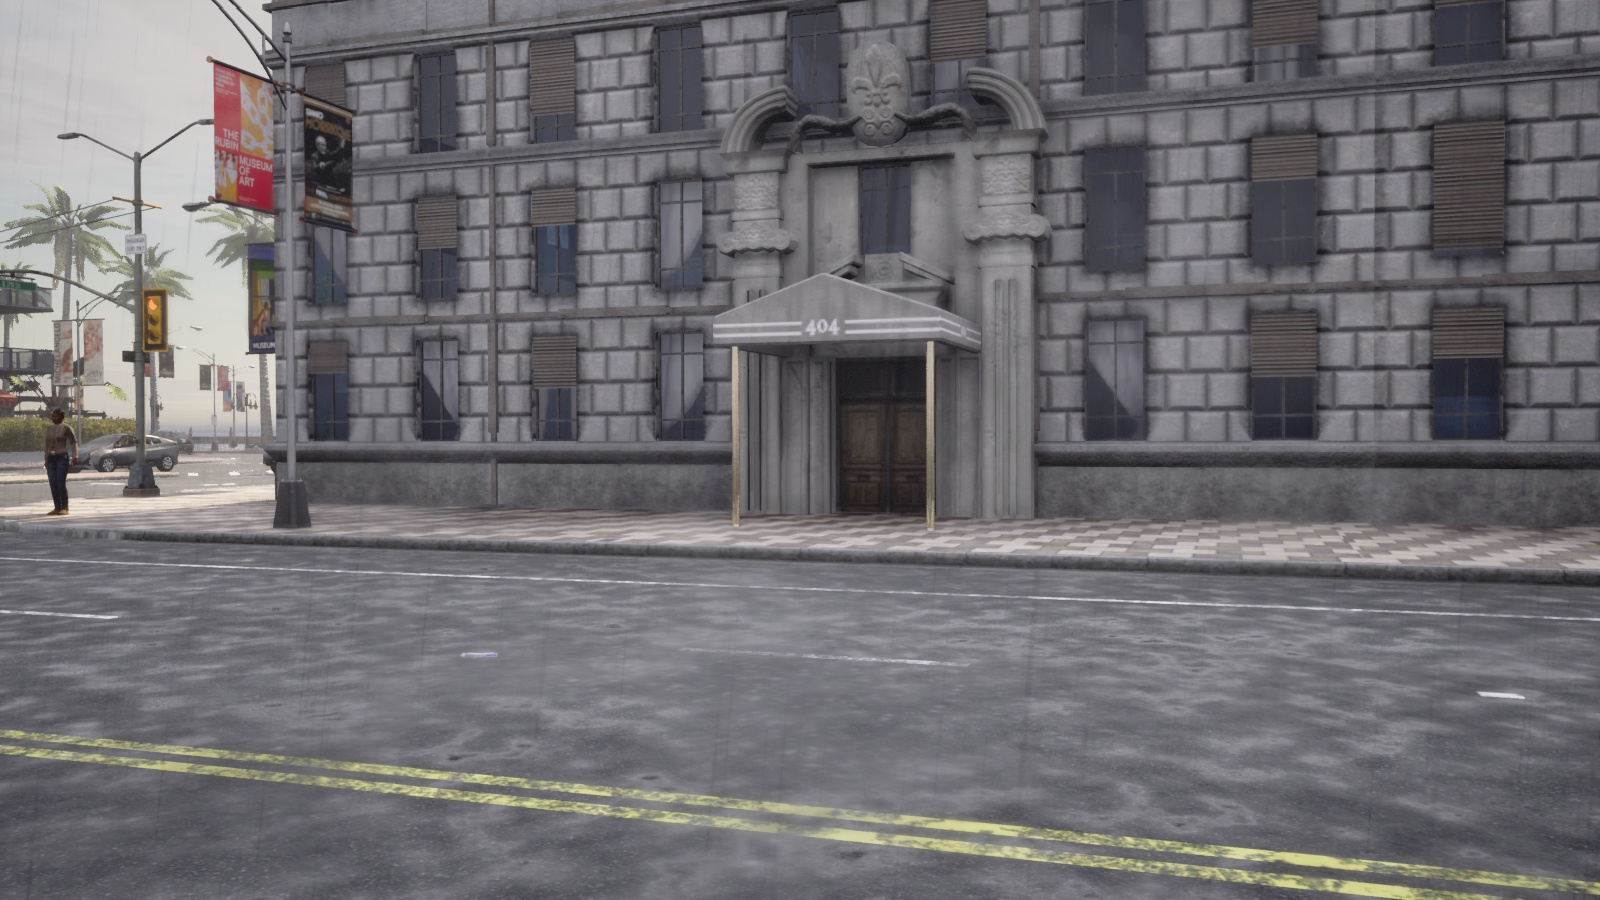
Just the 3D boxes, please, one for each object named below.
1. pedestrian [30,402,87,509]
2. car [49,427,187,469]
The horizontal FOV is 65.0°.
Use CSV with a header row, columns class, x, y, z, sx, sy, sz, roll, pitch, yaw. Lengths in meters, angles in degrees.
class,x,y,z,sx,sy,sz,roll,pitch,yaw
pedestrian,-12.728,0.090,21.561,0.328,1.805,0.869,0,1,12
car,-26.233,-0.102,48.491,2.007,1.525,4.514,1,1,19
